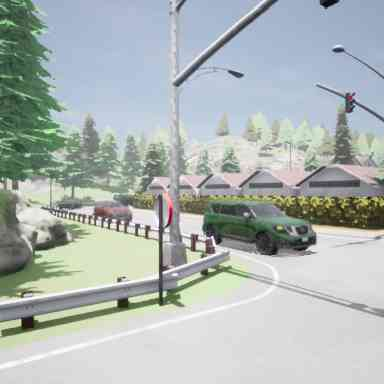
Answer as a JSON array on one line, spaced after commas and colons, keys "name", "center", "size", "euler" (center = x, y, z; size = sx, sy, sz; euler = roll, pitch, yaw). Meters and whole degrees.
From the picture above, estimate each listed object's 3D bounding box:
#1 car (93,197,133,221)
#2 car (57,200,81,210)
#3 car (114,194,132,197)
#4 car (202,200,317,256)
[{"name": "car", "center": [-6.753, 1.543, 28.174], "size": [2.097, 1.767, 4.553], "euler": [0, 0, -35]}, {"name": "car", "center": [-16.790, 1.781, 45.621], "size": [1.895, 1.301, 4.718], "euler": [0, 0, -2]}, {"name": "car", "center": [-10.431, 1.398, 54.080], "size": [2.150, 2.045, 5.566], "euler": [0, 0, 37]}, {"name": "car", "center": [2.657, 1.412, 14.611], "size": [2.150, 2.045, 5.566], "euler": [0, 0, -34]}]
